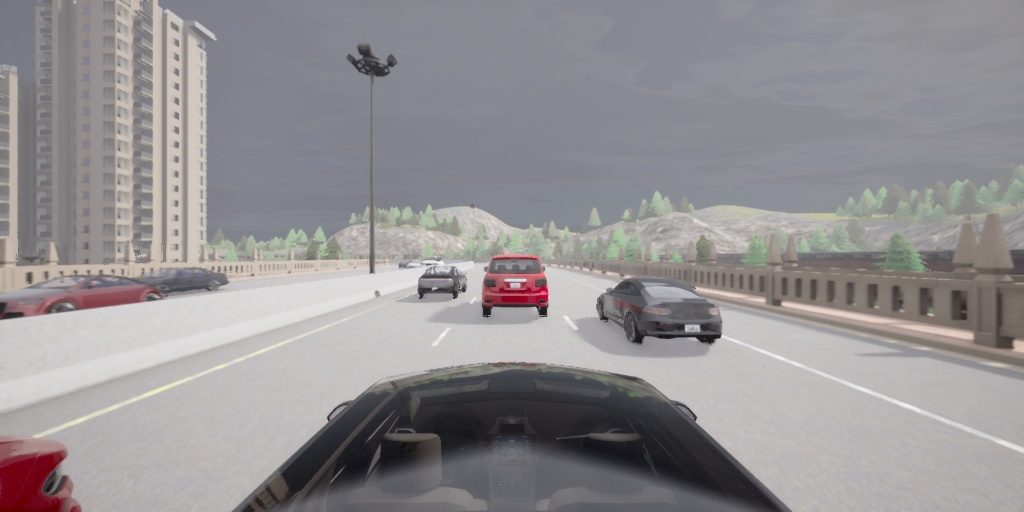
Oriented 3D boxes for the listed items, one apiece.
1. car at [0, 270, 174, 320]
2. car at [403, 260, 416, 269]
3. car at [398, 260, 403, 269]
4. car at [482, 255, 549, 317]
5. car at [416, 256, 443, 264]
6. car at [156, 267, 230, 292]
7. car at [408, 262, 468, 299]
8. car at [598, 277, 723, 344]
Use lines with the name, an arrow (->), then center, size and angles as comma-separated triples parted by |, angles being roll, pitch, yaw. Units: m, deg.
car -> -14.097, 1.317, 11.716 | 1.994, 1.385, 4.181 | 0, 0, 0
car -> -14.093, 1.358, 52.882 | 1.812, 1.442, 4.674 | 0, 0, 0
car -> -17.678, 1.340, 60.325 | 1.882, 1.535, 5.008 | 0, 0, -2
car -> 0.102, 0.974, 13.403 | 2.150, 2.045, 5.566 | 0, 0, 0
car -> -10.550, 1.040, 47.622 | 2.150, 2.045, 5.566 | 0, -1, 1
car -> -17.597, 1.304, 18.796 | 2.033, 1.411, 5.357 | 0, 0, 0
car -> -3.397, 1.247, 18.163 | 2.128, 1.511, 4.902 | 0, 0, 0
car -> 3.602, 1.277, 9.452 | 1.812, 1.442, 4.674 | 0, 0, 0
